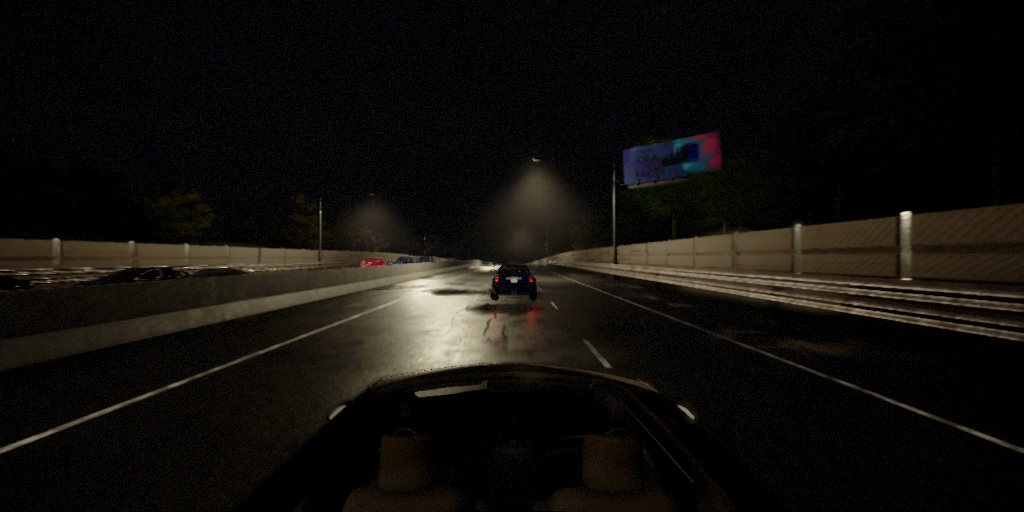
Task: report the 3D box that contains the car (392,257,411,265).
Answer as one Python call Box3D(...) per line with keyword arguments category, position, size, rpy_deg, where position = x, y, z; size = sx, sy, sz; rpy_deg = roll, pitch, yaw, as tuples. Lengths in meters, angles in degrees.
Box3D(category="car", position=(-17.551, 1.161, 58.124), size=(2.150, 2.045, 5.566), rpy_deg=(0, 0, 0))

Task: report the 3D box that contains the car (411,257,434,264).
Box3D(category="car", position=(-14.054, 1.163, 58.179), size=(2.150, 2.045, 5.566), rpy_deg=(0, 0, 0))

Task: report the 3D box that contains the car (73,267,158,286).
Box3D(category="car", position=(-17.603, 1.302, 17.030), size=(1.837, 1.490, 4.892), rpy_deg=(0, 0, 0))

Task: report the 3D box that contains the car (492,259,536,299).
Box3D(category="car", position=(0.091, 1.158, 18.495), size=(2.097, 1.767, 4.553), rpy_deg=(0, 0, 0))

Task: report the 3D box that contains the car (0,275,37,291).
Box3D(category="car", position=(-21.099, 1.309, 13.234), size=(1.812, 1.442, 4.674), rpy_deg=(0, 0, 0))

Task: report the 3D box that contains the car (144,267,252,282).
Box3D(category="car", position=(-14.103, 1.324, 17.043), size=(1.812, 1.442, 4.674), rpy_deg=(0, 0, 0))

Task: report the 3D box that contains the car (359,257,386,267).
Box3D(category="car", position=(-21.065, 1.154, 54.417), size=(2.150, 2.045, 5.566), rpy_deg=(0, 0, 1))
